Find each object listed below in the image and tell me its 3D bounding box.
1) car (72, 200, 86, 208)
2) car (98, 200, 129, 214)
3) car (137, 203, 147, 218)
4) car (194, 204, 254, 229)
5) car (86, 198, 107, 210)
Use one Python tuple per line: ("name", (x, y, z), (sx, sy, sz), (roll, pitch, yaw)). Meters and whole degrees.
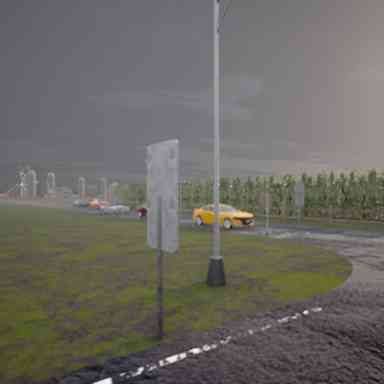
("car", (-20.182, 2.088, 60.254), (1.994, 1.385, 4.181), (0, -1, -35))
("car", (-9.007, 1.899, 38.892), (1.895, 1.301, 4.718), (0, -1, -35))
("car", (-3.339, 1.685, 30.666), (1.882, 1.535, 5.008), (0, -1, -35))
("car", (2.074, 1.598, 22.835), (1.882, 1.535, 5.008), (0, -1, -35))
("car", (-14.432, 1.782, 51.932), (2.097, 1.767, 4.553), (0, -1, -35))
